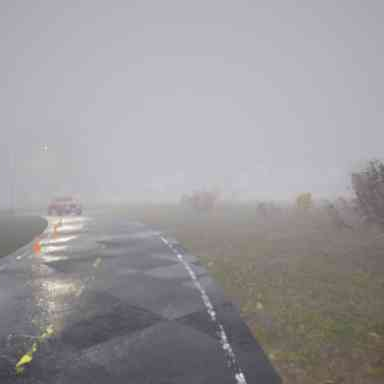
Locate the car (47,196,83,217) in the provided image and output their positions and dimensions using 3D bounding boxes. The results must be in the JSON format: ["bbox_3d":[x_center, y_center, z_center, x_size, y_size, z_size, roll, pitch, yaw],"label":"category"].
[{"bbox_3d":[-13.074,1.384,34.052,2.150,2.045,5.566,1,-1,-39],"label":"car"}]

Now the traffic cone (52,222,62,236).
[{"bbox_3d":[-7.186,2.009,17.513,0.340,0.580,0.340,0,0,-17],"label":"traffic cone"}]

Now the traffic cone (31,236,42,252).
[{"bbox_3d":[-5.985,1.992,12.847,0.340,0.580,0.340,0,0,-12],"label":"traffic cone"}]

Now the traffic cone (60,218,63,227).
[{"bbox_3d":[-8.725,2.031,22.079,0.340,0.580,0.340,0,0,-21],"label":"traffic cone"}]
